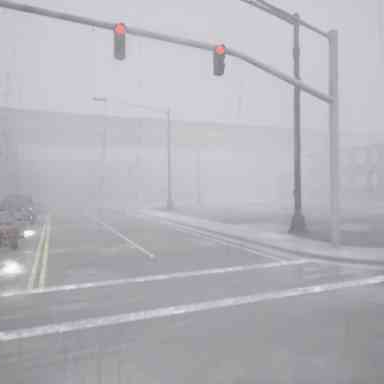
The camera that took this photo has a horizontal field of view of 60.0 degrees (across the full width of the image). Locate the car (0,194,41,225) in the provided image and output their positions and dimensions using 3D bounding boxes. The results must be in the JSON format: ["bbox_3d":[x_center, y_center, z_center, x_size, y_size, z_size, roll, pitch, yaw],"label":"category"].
[{"bbox_3d":[-12.277,1.215,23.658,2.150,2.045,5.566,-1,1,-22],"label":"car"}]

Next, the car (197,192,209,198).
[{"bbox_3d":[3.073,0.791,80.601,2.038,1.542,4.974,-1,0,9],"label":"car"}]

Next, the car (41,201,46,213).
[{"bbox_3d":[-16.058,1.508,33.653,2.033,1.411,5.357,-1,0,-16],"label":"car"}]

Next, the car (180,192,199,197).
[{"bbox_3d":[-0.605,0.672,81.469,4.536,1.218,1.853,0,1,39],"label":"car"}]

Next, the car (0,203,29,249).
[{"bbox_3d":[-8.377,1.498,14.321,1.882,1.535,5.008,-1,1,-23],"label":"car"}]

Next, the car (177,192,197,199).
[{"bbox_3d":[-0.562,0.830,81.438,4.974,1.542,2.038,0,1,39],"label":"car"}]

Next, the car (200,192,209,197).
[{"bbox_3d":[3.079,0.633,80.651,1.853,1.218,4.536,-1,0,9],"label":"car"}]
